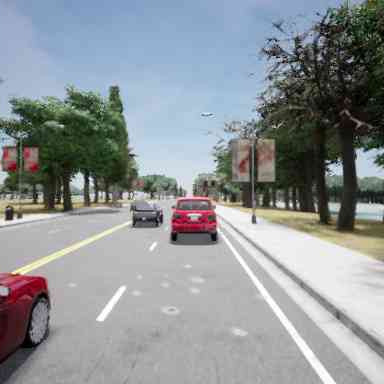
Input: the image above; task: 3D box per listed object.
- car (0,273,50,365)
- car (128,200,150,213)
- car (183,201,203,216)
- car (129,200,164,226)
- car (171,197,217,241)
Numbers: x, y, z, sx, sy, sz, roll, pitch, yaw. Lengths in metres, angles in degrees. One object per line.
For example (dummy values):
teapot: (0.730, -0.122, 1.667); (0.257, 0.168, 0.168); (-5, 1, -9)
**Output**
car: (-3.149, 1.482, 3.252); (1.882, 1.535, 5.008); (0, 0, 0)
car: (-6.581, 1.767, 41.775); (1.882, 1.535, 5.008); (0, 0, 0)
car: (0.108, 1.768, 35.982); (2.033, 1.411, 5.357); (0, -1, 0)
car: (-3.145, 1.597, 24.363); (2.128, 1.511, 4.902); (0, 0, 0)
car: (0.103, 1.278, 17.301); (2.150, 2.045, 5.566); (0, 0, 0)
